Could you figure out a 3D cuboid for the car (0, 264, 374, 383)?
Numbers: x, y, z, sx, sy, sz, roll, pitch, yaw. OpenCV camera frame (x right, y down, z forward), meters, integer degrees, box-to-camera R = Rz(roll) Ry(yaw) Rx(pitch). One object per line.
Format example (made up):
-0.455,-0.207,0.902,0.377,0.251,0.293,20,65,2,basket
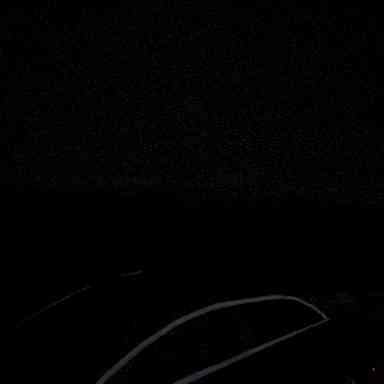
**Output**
-0.369,1.499,2.807,4.902,1.511,2.128,0,0,-35,car
